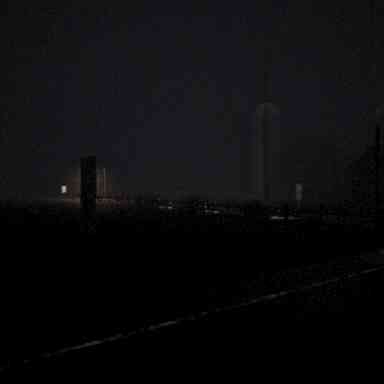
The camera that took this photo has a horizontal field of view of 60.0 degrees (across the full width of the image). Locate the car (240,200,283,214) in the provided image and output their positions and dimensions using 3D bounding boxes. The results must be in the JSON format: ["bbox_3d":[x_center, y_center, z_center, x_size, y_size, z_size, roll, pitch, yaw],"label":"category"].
[{"bbox_3d":[6.644,1.472,32.369,1.812,1.442,4.674,0,1,-36],"label":"car"}]

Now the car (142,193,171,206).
[{"bbox_3d":[-4.909,1.110,48.379,2.097,1.767,4.553,0,1,-36],"label":"car"}]

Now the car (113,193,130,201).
[{"bbox_3d":[-13.974,0.912,65.772,2.097,1.767,4.553,0,1,-36],"label":"car"}]

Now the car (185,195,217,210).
[{"bbox_3d":[0.981,1.206,40.208,2.097,1.767,4.553,0,1,-36],"label":"car"}]

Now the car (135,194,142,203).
[{"bbox_3d":[-8.189,1.010,57.831,2.097,1.767,4.553,0,1,-35],"label":"car"}]
